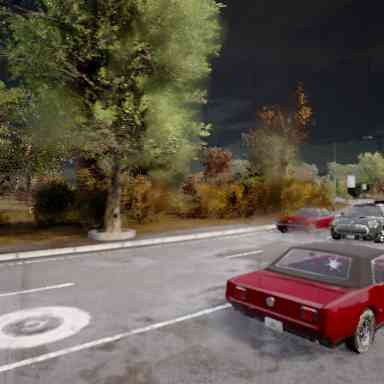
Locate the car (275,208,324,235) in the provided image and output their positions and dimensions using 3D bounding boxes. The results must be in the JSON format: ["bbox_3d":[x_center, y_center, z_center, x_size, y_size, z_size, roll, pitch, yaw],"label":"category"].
[{"bbox_3d":[6.753,1.634,19.193,4.718,1.301,1.895,0,0,-45],"label":"car"}]

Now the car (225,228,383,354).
[{"bbox_3d":[2.907,1.613,6.170,4.718,1.301,1.895,0,0,-39],"label":"car"}]

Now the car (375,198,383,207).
[{"bbox_3d":[30.372,1.646,53.049,1.895,1.301,4.718,0,0,25],"label":"car"}]

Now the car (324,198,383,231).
[{"bbox_3d":[8.524,1.377,16.106,4.553,1.767,2.097,0,0,-45],"label":"car"}]
